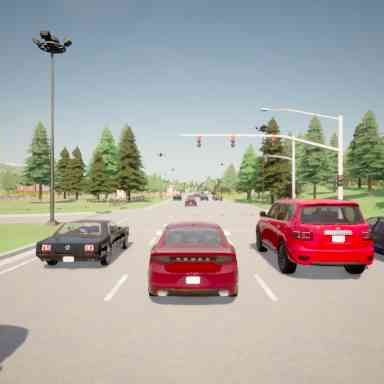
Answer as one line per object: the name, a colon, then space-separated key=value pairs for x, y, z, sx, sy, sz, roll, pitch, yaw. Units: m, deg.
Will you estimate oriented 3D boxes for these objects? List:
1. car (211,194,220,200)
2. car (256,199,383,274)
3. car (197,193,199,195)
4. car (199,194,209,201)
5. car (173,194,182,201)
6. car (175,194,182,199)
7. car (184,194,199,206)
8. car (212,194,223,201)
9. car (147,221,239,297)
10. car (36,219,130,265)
car: x=6.673 y=1.361 z=94.287 sx=2.033 sy=1.411 sz=5.357 roll=0 pitch=0 yaw=0
car: x=3.537 y=1.220 z=10.677 sx=2.150 sy=2.045 sz=5.566 roll=0 pitch=0 yaw=0
car: x=3.173 y=1.346 z=94.275 sx=2.128 sy=1.511 sz=4.902 roll=0 pitch=0 yaw=0
car: x=3.208 y=1.506 z=84.272 sx=1.812 sy=1.442 sz=4.674 roll=0 pitch=0 yaw=0
car: x=-3.791 y=1.459 z=83.830 sx=1.882 sy=1.535 sz=5.008 roll=0 pitch=0 yaw=0
car: x=-3.827 y=1.299 z=94.250 sx=1.882 sy=1.535 sz=5.008 roll=0 pitch=0 yaw=0
car: x=-0.184 y=1.519 z=53.230 sx=1.812 sy=1.442 sz=4.674 roll=0 pitch=0 yaw=0
car: x=6.709 y=1.507 z=83.867 sx=2.128 sy=1.511 sz=4.902 roll=0 pitch=0 yaw=0
car: x=0.033 y=1.477 z=8.628 sx=1.882 sy=1.535 sz=5.008 roll=0 pitch=0 yaw=0
car: x=-3.459 y=1.599 z=11.563 sx=1.895 sy=1.301 sz=4.718 roll=0 pitch=0 yaw=0
